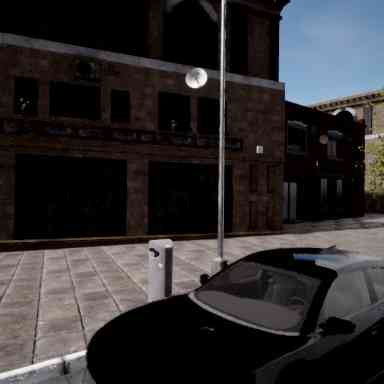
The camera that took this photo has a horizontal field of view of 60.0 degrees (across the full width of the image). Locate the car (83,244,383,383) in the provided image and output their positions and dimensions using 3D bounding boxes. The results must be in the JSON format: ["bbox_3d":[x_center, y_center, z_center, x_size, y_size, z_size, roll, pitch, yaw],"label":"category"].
[{"bbox_3d":[1.262,1.478,4.031,5.008,1.535,1.882,0,0,-36],"label":"car"}]
